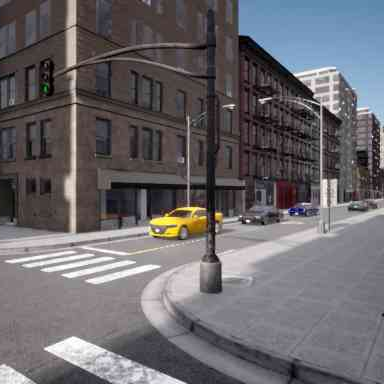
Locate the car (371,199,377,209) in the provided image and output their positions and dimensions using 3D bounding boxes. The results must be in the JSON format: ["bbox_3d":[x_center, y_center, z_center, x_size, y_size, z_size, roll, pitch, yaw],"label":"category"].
[{"bbox_3d":[27.672,1.844,51.910,1.837,1.490,4.892,0,0,36],"label":"car"}]

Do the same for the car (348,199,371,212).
[{"bbox_3d":[21.889,1.853,43.783,1.994,1.385,4.181,0,0,35],"label":"car"}]

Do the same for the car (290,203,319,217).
[{"bbox_3d":[11.528,1.815,34.321,1.895,1.301,4.718,0,0,36],"label":"car"}]

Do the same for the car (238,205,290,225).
[{"bbox_3d":[5.542,1.704,25.941,2.033,1.411,5.357,0,0,35],"label":"car"}]

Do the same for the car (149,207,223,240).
[{"bbox_3d":[-0.198,1.575,17.882,1.882,1.535,5.008,0,0,35],"label":"car"}]
